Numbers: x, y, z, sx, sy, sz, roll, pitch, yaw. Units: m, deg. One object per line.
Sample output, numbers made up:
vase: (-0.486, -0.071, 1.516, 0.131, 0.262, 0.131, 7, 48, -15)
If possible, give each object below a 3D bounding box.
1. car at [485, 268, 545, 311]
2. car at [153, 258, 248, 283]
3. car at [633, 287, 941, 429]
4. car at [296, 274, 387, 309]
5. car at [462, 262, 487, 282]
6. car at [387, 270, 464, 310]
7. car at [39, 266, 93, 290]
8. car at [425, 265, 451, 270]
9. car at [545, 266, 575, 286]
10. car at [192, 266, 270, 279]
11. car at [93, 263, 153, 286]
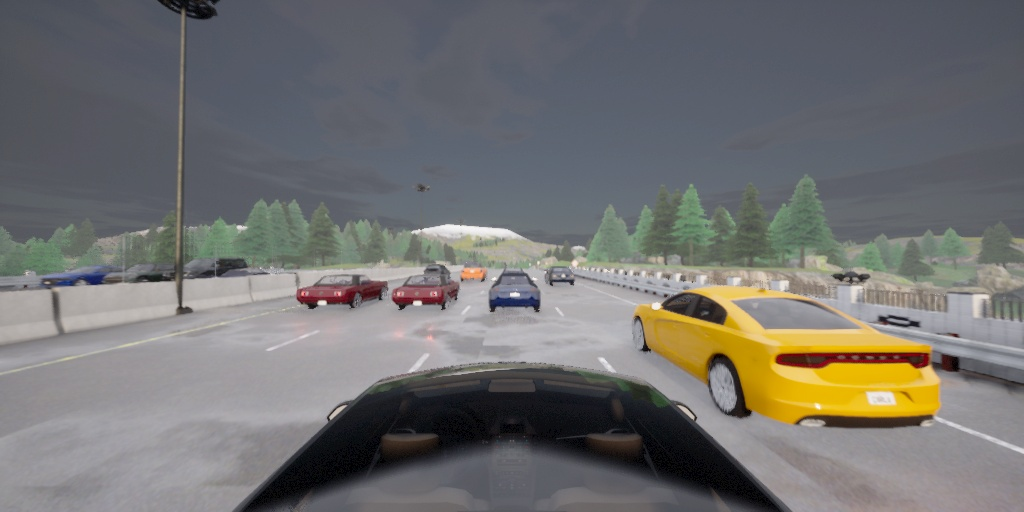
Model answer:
car: (0.102, 1.381, 14.943, 1.994, 1.385, 4.181, 0, 0, 0)
car: (-21.097, 1.135, 25.105, 2.150, 2.045, 5.566, 0, -1, 0)
car: (3.601, 1.247, 5.974, 1.882, 1.535, 5.008, 0, 0, 0)
car: (-6.898, 1.421, 15.255, 1.895, 1.301, 4.718, 0, 0, 0)
car: (-3.397, 1.379, 32.812, 2.097, 1.767, 4.553, 0, -1, 0)
car: (-3.397, 1.420, 15.127, 1.895, 1.301, 4.718, 0, 0, 0)
car: (-28.096, 1.381, 24.175, 1.882, 1.535, 5.008, 0, -1, 0)
car: (-6.896, 1.537, 33.118, 1.837, 1.490, 4.892, 0, -1, 0)
car: (3.603, 1.493, 27.670, 2.033, 1.411, 5.357, 0, -1, 0)
car: (-17.598, 1.493, 23.278, 1.895, 1.301, 4.718, 0, -1, 0)
car: (-24.595, 1.257, 24.343, 2.097, 1.767, 4.553, 0, -1, 0)
